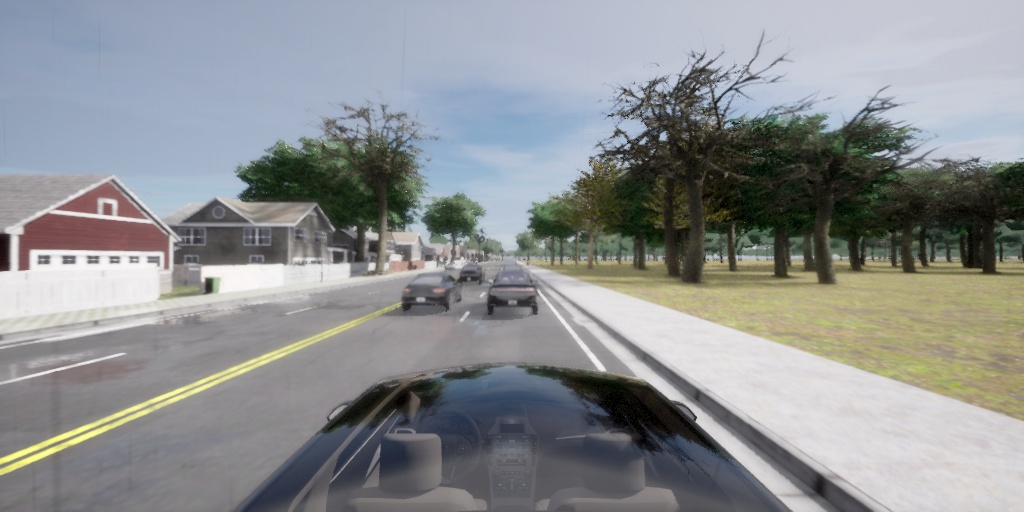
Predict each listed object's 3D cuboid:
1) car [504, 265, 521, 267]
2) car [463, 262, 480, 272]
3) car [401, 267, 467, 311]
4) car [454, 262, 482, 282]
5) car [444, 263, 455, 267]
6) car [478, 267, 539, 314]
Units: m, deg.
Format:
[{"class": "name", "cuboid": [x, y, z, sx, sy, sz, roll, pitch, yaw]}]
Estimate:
[{"class": "car", "cuboid": [0.061, 1.465, 30.516, 1.882, 1.535, 5.008, 0, 0, 1]}, {"class": "car", "cuboid": [-6.556, 1.709, 58.677, 2.128, 1.511, 4.902, 0, 0, 0]}, {"class": "car", "cuboid": [-3.198, 1.384, 14.939, 1.812, 1.442, 4.674, 0, 0, 1]}, {"class": "car", "cuboid": [-3.202, 1.484, 29.315, 1.837, 1.490, 4.892, 0, 0, 1]}, {"class": "car", "cuboid": [-9.800, 1.818, 58.668, 1.895, 1.301, 4.718, 0, 0, 1]}, {"class": "car", "cuboid": [0.047, 1.345, 14.257, 2.128, 1.511, 4.902, 0, 0, 1]}]
